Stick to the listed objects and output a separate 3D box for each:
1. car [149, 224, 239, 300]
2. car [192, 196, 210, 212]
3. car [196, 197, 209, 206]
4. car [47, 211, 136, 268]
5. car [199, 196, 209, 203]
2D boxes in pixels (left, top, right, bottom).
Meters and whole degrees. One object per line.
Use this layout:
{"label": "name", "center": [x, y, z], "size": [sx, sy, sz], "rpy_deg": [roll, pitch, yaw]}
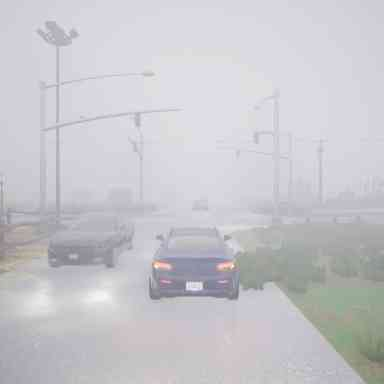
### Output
{"label": "car", "center": [0.044, 1.526, 8.271], "size": [1.812, 1.442, 4.674], "rpy_deg": [0, 0, 0]}
{"label": "car", "center": [1.027, 1.512, 38.327], "size": [2.033, 1.411, 5.357], "rpy_deg": [0, 0, 3]}
{"label": "car", "center": [1.790, 1.512, 54.571], "size": [2.033, 1.411, 5.357], "rpy_deg": [0, 0, 3]}
{"label": "car", "center": [-3.194, 1.477, 11.472], "size": [1.882, 1.535, 5.008], "rpy_deg": [0, 0, 0]}
{"label": "car", "center": [2.616, 1.505, 70.356], "size": [2.033, 1.411, 5.357], "rpy_deg": [0, 0, 3]}
